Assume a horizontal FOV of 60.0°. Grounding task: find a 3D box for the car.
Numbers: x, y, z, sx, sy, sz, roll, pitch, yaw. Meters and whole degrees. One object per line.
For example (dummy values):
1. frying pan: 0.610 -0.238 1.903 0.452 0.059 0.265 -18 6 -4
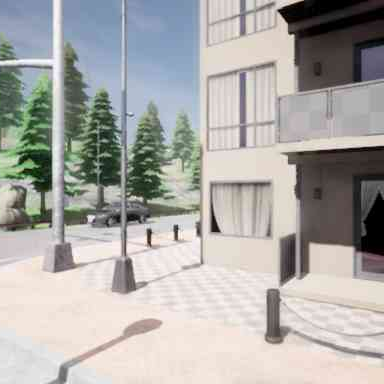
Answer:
1. car: -4.950 1.504 22.760 2.128 1.511 4.902 0 0 35
